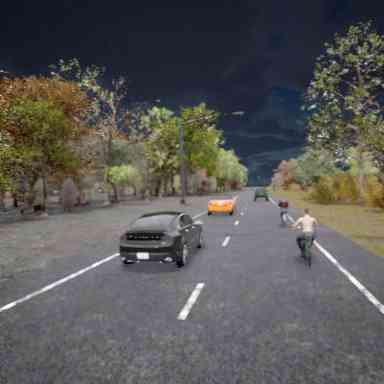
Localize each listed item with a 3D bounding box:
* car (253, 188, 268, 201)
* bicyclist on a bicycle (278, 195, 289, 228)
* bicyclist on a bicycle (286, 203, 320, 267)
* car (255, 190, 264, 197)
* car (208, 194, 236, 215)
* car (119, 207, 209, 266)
[{"bbox_3d":[11.221,0.337,54.074,2.150,2.045,5.566,-1,1,11],"label":"car"},{"bbox_3d":[5.078,1.039,18.474,0.659,1.776,1.843,-1,1,11],"label":"bicyclist on a bicycle"},{"bbox_3d":[3.305,1.248,9.623,0.866,1.612,1.509,-1,1,12],"label":"bicyclist on a bicycle"},{"bbox_3d":[14.714,0.305,72.261,1.882,1.535,5.008,-1,1,11],"label":"car"},{"bbox_3d":[2.691,0.951,28.941,2.097,1.767,4.553,-1,1,11],"label":"car"},{"bbox_3d":[-0.826,1.391,11.111,1.837,1.490,4.892,-1,1,11],"label":"car"}]
